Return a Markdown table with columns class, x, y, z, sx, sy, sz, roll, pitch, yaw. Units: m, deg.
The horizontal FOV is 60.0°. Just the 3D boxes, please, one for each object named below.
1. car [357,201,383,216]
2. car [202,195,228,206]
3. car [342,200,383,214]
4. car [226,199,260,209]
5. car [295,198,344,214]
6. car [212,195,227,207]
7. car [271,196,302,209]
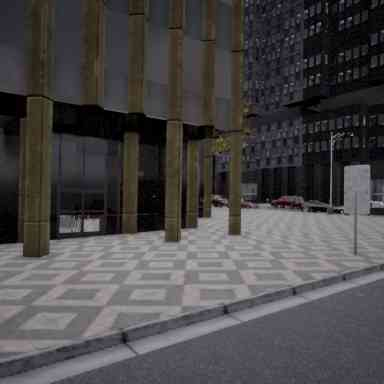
| class | x | y | z | sx | sy | sz | roll | pitch | yaw |
| --- | --- | --- | --- | --- | --- | --- | --- | --- | --- |
| car | 16.350 | 1.518 | 29.321 | 2.008 | 1.369 | 4.403 | 1 | -1 | -35 |
| car | 4.162 | 1.512 | 61.239 | 2.192 | 1.841 | 5.009 | 1 | -1 | -35 |
| car | 20.107 | 1.709 | 38.756 | 2.008 | 1.369 | 4.403 | 1 | -1 | -35 |
| car | 6.780 | 1.571 | 42.809 | 1.802 | 1.307 | 4.206 | 1 | -1 | -35 |
| car | 13.160 | 1.540 | 33.817 | 1.947 | 1.339 | 4.313 | 1 | -1 | -35 |
| car | 3.594 | 1.312 | 47.309 | 2.192 | 1.841 | 5.009 | 1 | -1 | -35 |
| car | 13.731 | 1.488 | 47.751 | 2.192 | 1.841 | 5.009 | 1 | -1 | -35 |
